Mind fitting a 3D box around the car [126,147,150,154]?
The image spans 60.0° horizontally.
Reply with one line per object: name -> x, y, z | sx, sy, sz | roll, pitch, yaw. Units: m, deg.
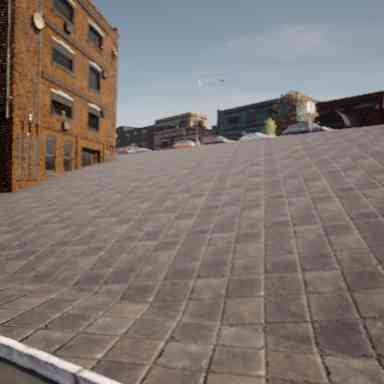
car -> -7.313, -5.801, 49.482 | 2.231, 1.521, 4.892 | 1, 2, -38

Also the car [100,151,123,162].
car -> -14.120, -6.130, 58.168 | 2.002, 1.452, 4.674 | 1, 1, -38

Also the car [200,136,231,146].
car -> 2.887, -5.341, 36.472 | 2.185, 1.767, 4.553 | 1, 2, -38

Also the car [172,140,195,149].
car -> -0.517, -5.541, 40.814 | 2.185, 1.767, 4.553 | 1, 2, -38

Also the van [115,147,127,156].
van -> -10.635, -6.210, 53.723 | 1.878, 1.987, 4.442 | 1, 2, -38

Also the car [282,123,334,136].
car -> 9.773, -4.930, 27.687 | 2.185, 1.767, 4.553 | 1, 2, -38

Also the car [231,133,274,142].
car -> 6.381, -4.967, 32.012 | 2.002, 1.452, 4.674 | 1, 2, -38
